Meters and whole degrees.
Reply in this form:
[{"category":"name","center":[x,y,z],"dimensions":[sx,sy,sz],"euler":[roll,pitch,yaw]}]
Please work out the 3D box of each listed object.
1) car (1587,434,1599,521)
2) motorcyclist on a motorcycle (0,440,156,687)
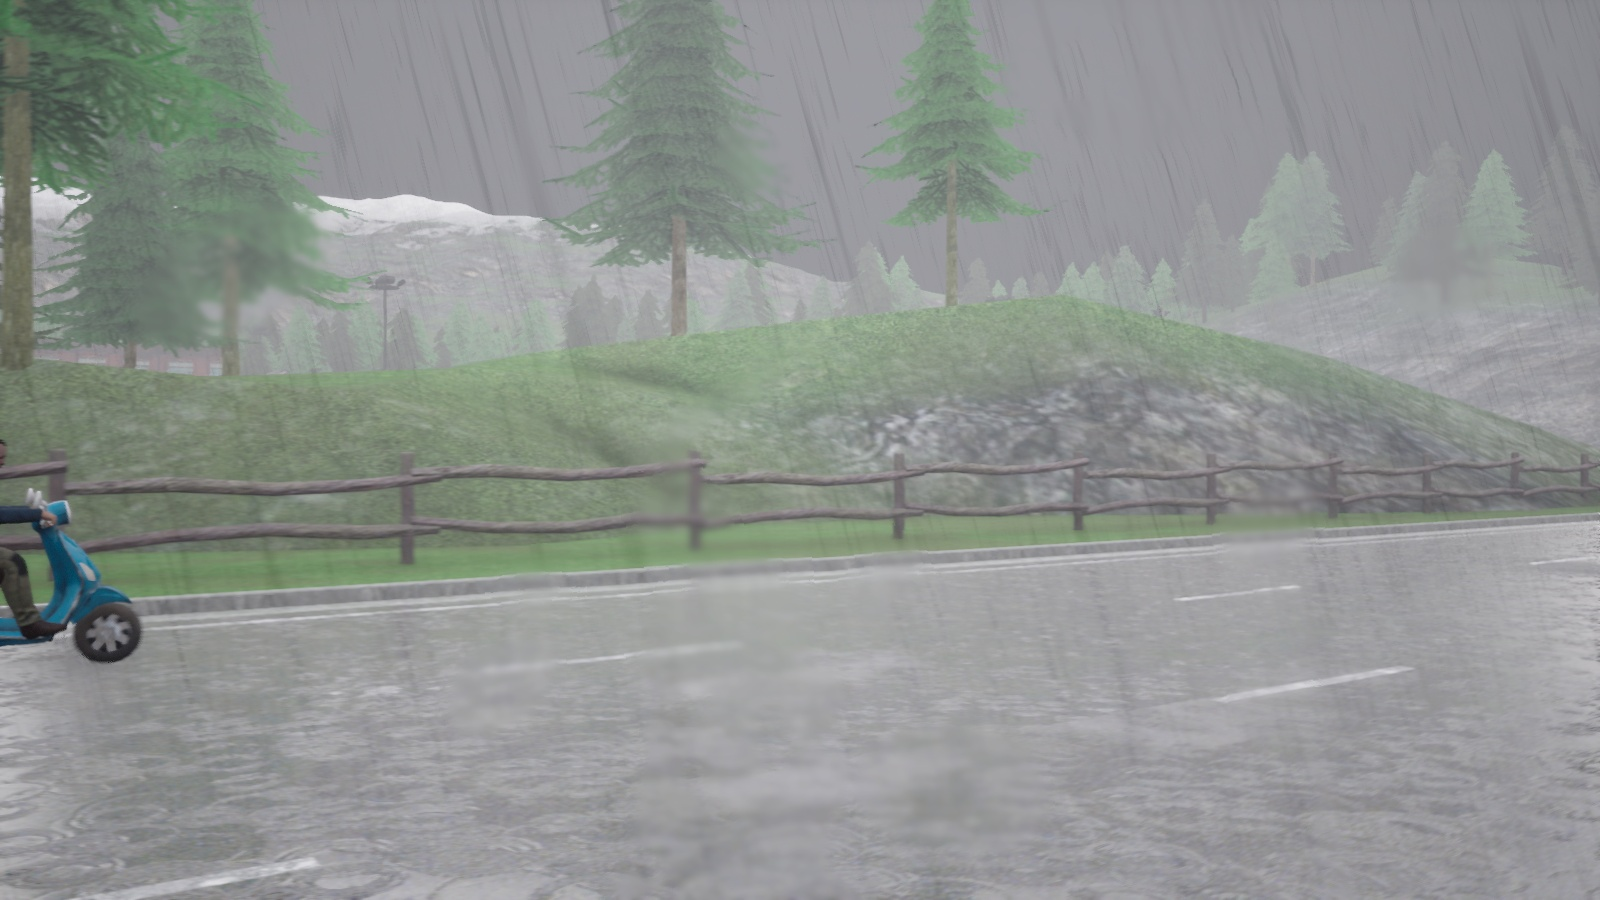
[{"category":"car","center":[17.686,0.520,24.500],"dimensions":[5.027,1.651,2.152],"euler":[0,0,-35]},{"category":"motorcyclist on a motorcycle","center":[-5.403,0.730,8.427],"dimensions":[1.817,1.590,0.866],"euler":[0,0,-35]}]
